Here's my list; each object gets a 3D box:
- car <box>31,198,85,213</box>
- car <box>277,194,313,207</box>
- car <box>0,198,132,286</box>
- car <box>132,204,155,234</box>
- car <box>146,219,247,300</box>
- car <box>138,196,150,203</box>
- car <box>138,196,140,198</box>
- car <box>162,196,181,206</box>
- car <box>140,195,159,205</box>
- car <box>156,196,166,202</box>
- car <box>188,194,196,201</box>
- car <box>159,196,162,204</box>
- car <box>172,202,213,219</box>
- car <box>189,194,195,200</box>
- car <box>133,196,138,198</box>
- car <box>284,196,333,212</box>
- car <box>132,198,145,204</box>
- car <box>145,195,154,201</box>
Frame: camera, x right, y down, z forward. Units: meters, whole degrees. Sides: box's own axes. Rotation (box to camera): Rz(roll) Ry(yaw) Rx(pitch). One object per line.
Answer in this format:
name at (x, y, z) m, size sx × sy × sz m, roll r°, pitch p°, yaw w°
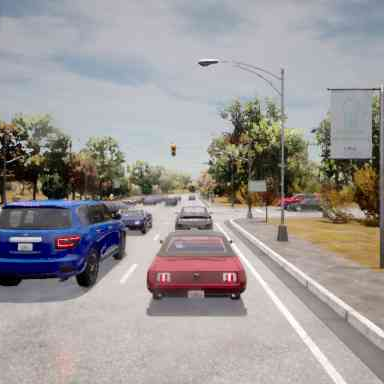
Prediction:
car at (-14.316, 1.477, 35.740) m, size 5.008 × 1.535 × 1.882 m, roll 0°, pitch 0°, yaw 3°
car at (13.448, 1.221, 41.382) m, size 5.566 × 2.045 × 2.150 m, roll 0°, pitch 0°, yaw 4°
car at (-3.403, 1.221, 9.507) m, size 2.150 × 2.045 × 5.566 m, roll 0°, pitch 0°, yaw 0°
car at (-3.398, 1.601, 19.261) m, size 1.895 × 1.301 × 4.718 m, roll 0°, pitch 0°, yaw 0°
car at (0.104, 1.601, 8.353) m, size 1.895 × 1.301 × 4.718 m, roll 0°, pitch 0°, yaw 0°
car at (-10.490, 1.552, 72.530) m, size 1.994 × 1.385 × 4.181 m, roll 0°, pitch 0°, yaw 0°
car at (-10.538, 1.525, 63.806) m, size 1.812 × 1.442 × 4.674 m, roll 0°, pitch 0°, yaw 1°
car at (-3.394, 1.491, 55.579) m, size 2.128 × 1.511 × 4.902 m, roll 0°, pitch 0°, yaw 0°
car at (-7.074, 1.526, 56.137) m, size 1.812 × 1.442 × 4.674 m, roll 0°, pitch 0°, yaw 0°
car at (-6.990, 1.595, 75.772) m, size 1.895 × 1.301 × 4.718 m, roll 0°, pitch 0°, yaw 0°
car at (0.011, 1.533, 85.090) m, size 2.033 × 1.411 × 5.357 m, roll 0°, pitch 0°, yaw 0°
car at (-7.023, 1.477, 65.467) m, size 1.882 × 1.535 × 5.008 m, roll 0°, pitch 0°, yaw 1°
car at (0.103, 1.491, 17.623) m, size 2.128 × 1.511 × 4.902 m, roll 0°, pitch 0°, yaw 0°
car at (0.013, 1.360, 95.509) m, size 1.882 × 1.535 × 5.008 m, roll 0°, pitch 0°, yaw 0°
car at (-10.580, 1.601, 54.771) m, size 1.895 × 1.301 × 4.718 m, roll 0°, pitch 0°, yaw 0°
car at (13.401, 1.505, 37.865) m, size 4.892 × 1.490 × 1.837 m, roll 0°, pitch 0°, yaw 3°
car at (-7.651, 1.547, 31.856) m, size 5.357 × 1.411 × 2.033 m, roll 0°, pitch 0°, yaw 3°
car at (-10.489, 1.523, 82.558) m, size 1.812 × 1.442 × 4.674 m, roll 0°, pitch 0°, yaw 0°
